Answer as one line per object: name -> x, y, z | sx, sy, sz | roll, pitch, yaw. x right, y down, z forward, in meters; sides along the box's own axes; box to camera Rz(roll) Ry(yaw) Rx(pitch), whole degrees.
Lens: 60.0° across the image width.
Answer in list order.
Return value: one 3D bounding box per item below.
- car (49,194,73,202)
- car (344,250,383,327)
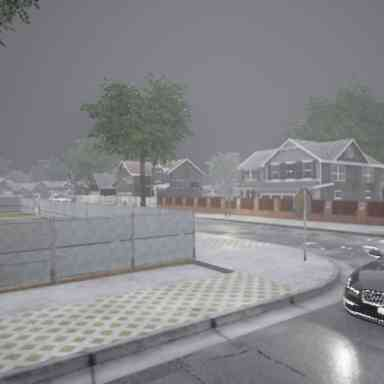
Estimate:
car -> -18.555, 1.311, 46.939 | 2.150, 2.045, 5.566 | 0, 0, -36
car -> 4.890, 1.554, 6.448 | 4.892, 1.490, 1.837 | 0, 0, -36
